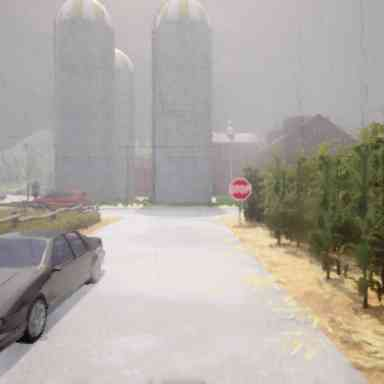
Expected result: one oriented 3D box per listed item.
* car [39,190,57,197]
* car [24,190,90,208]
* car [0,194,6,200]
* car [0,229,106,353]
[{"bbox_3d":[-37.076,0.335,85.506,3.866,1.878,1.905,0,1,0],"label":"car"},{"bbox_3d":[-12.601,0.881,31.822,5.566,2.045,2.150,0,1,9],"label":"car"},{"bbox_3d":[-36.849,0.785,61.305,4.611,1.667,2.242,0,1,0],"label":"car"},{"bbox_3d":[-3.176,1.494,6.597,2.033,1.411,5.357,0,1,0],"label":"car"}]
